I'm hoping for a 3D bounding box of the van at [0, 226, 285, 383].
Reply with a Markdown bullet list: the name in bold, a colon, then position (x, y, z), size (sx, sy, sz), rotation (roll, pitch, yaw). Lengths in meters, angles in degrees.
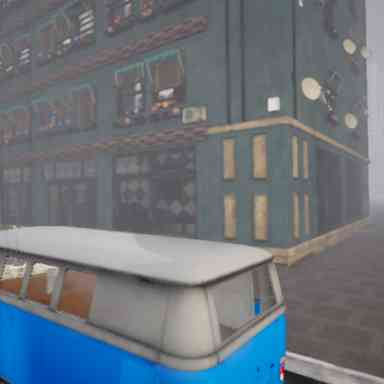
- **van**: position (-1.019, 1.344, 3.620), size (3.998, 1.788, 1.690), rotation (0, -1, 36)
